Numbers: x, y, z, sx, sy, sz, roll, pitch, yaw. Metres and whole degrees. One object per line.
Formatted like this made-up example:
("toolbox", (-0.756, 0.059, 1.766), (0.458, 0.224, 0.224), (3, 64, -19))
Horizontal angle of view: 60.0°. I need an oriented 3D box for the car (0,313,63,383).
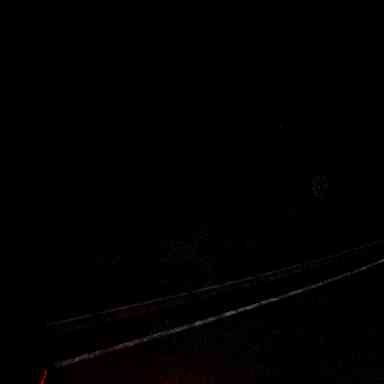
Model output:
("car", (-3.187, 1.508, 1.493), (4.892, 1.490, 1.837), (0, 0, -36))
